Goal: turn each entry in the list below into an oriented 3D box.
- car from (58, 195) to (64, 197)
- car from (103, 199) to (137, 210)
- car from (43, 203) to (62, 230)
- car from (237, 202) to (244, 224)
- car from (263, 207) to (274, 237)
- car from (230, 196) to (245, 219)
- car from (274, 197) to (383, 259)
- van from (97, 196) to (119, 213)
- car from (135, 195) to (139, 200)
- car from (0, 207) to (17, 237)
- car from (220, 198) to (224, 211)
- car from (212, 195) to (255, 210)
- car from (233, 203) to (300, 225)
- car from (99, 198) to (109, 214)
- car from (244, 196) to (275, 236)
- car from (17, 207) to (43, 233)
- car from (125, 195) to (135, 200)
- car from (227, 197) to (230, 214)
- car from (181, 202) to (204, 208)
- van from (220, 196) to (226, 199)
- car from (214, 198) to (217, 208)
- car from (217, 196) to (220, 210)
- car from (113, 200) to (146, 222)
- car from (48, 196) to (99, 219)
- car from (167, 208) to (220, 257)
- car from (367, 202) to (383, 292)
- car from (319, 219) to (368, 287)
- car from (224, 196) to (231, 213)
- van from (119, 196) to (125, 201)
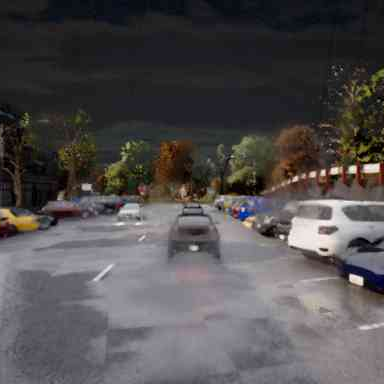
[{"bbox_3d":[-26.744,1.666,66.915,2.435,2.045,5.566,0,0,-19],"label":"car"},{"bbox_3d":[-11.036,1.844,50.637,4.792,1.488,2.163,-1,-1,-20],"label":"car"},{"bbox_3d":[-11.011,1.654,21.042,4.792,1.488,2.163,-1,-1,-20],"label":"car"},{"bbox_3d":[5.737,1.617,20.225,5.366,1.575,1.946,1,0,-20],"label":"car"},{"bbox_3d":[5.901,1.584,14.255,4.892,1.521,2.231,1,-1,-20],"label":"car"},{"bbox_3d":[5.939,1.391,23.327,5.566,2.045,2.435,1,-1,-20],"label":"car"},{"bbox_3d":[5.949,1.312,11.236,5.566,2.045,2.435,1,-1,-20],"label":"car"},{"bbox_3d":[-11.158,1.516,38.736,4.442,1.987,1.878,-1,0,-20],"label":"van"},{"bbox_3d":[-11.030,1.545,47.672,5.566,2.045,2.435,-1,-1,-20],"label":"car"},{"bbox_3d":[-11.032,1.586,15.112,5.008,1.535,2.097,-1,0,-20],"label":"car"},{"bbox_3d":[5.910,1.722,35.400,4.892,1.521,2.231,1,0,-20],"label":"car"},{"bbox_3d":[5.919,1.547,47.510,5.566,2.045,2.435,1,-1,-20],"label":"car"},{"bbox_3d":[5.877,1.691,26.326,4.792,1.488,2.163,1,0,-20],"label":"car"},{"bbox_3d":[-11.042,1.704,32.867,4.892,1.521,2.231,-1,0,-20],"label":"car"},{"bbox_3d":[5.884,1.351,17.264,5.566,2.045,2.435,1,0,-20],"label":"car"},{"bbox_3d":[-11.203,1.604,17.995,5.366,1.575,1.946,-1,0,-20],"label":"car"},{"bbox_3d":[-11.029,1.526,44.713,5.566,2.045,2.435,-1,-1,-20],"label":"car"},{"bbox_3d":[5.878,1.556,29.351,4.553,1.767,2.185,1,-1,-20],"label":"car"},{"bbox_3d":[0.058,1.692,30.289,2.128,1.511,4.902,0,0,0],"label":"car"},{"bbox_3d":[6.012,1.516,38.469,4.442,1.987,1.878,1,-1,-20],"label":"van"},{"bbox_3d":[5.880,1.527,44.450,5.566,2.045,2.435,1,0,-20],"label":"car"},{"bbox_3d":[5.934,1.634,41.451,4.553,1.767,2.185,1,0,-20],"label":"car"},{"bbox_3d":[-5.138,1.715,28.728,1.812,1.442,4.674,0,0,0],"label":"car"},{"bbox_3d":[-11.071,1.558,29.893,4.553,1.767,2.185,-1,-1,-20],"label":"car"},{"bbox_3d":[0.065,1.594,13.273,1.837,1.490,4.892,0,0,0],"label":"car"},{"bbox_3d":[5.898,1.271,5.169,5.566,2.045,2.435,1,0,-20],"label":"car"},{"bbox_3d":[5.889,1.572,8.191,4.792,1.488,2.163,1,0,-20],"label":"car"},{"bbox_3d":[5.868,1.576,32.380,4.553,1.767,2.185,1,-1,-20],"label":"car"},{"bbox_3d":[-11.159,1.534,41.695,4.442,1.987,1.878,-1,0,-20],"label":"van"}]
